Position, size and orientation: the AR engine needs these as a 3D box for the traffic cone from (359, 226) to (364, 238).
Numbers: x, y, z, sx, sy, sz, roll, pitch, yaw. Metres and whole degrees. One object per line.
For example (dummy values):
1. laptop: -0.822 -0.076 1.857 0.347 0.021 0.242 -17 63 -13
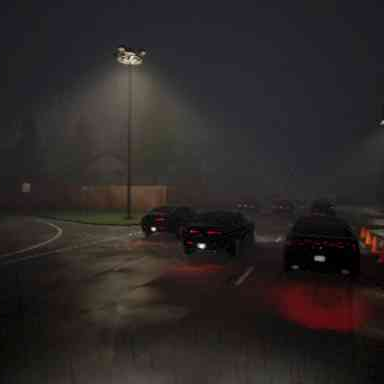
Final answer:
1. traffic cone: 8.397 1.958 16.312 0.340 0.580 0.340 1 0 22

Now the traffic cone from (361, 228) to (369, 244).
1. traffic cone: 7.663 1.960 14.452 0.340 0.580 0.340 1 0 22

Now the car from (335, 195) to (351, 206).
1. car: 25.834 1.482 56.491 1.837 1.490 4.892 1 0 22

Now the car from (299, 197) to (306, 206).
1. car: 17.300 1.505 53.657 1.895 1.301 4.718 1 0 22

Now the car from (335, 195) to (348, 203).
1. car: 29.655 1.355 66.184 2.033 1.411 5.357 1 0 22

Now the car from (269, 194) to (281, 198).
1. car: 13.401 1.218 53.301 2.097 1.767 4.553 1 0 22

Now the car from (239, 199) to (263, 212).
1. car: 6.164 1.433 34.942 2.033 1.411 5.357 1 0 21

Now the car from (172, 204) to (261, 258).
1. car: 1.196 1.451 12.789 1.837 1.490 4.892 1 0 22

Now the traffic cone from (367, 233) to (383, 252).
1. traffic cone: 6.930 1.962 12.591 0.340 0.580 0.340 1 0 22

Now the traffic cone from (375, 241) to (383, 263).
1. traffic cone: 6.197 1.964 10.730 0.340 0.580 0.340 1 0 22

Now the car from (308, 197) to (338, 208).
1. car: 10.730 1.475 27.436 1.837 1.490 4.892 1 0 22

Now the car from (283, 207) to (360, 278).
1. car: 4.012 1.465 10.390 1.882 1.535 5.008 1 0 22

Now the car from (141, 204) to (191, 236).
1. car: -0.836 1.408 17.178 1.837 1.490 4.892 1 0 22

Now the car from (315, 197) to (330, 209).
1. car: 17.670 1.429 45.045 1.882 1.535 5.008 1 0 22

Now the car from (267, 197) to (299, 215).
1. car: 9.120 1.473 32.899 2.033 1.411 5.357 1 0 22
